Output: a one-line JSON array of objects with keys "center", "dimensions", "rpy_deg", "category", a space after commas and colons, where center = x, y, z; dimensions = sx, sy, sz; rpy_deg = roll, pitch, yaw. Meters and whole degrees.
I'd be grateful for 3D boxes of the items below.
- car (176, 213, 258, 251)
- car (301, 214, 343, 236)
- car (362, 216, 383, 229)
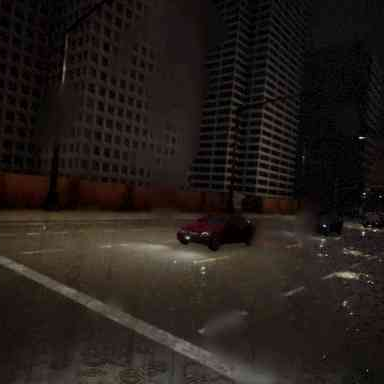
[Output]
[{"center": [1.325, 1.697, 15.148], "dimensions": [1.812, 1.442, 4.674], "rpy_deg": [5, 0, 40], "category": "car"}, {"center": [10.170, 2.457, 25.821], "dimensions": [1.882, 1.535, 5.008], "rpy_deg": [5, 0, 40], "category": "car"}, {"center": [21.957, 3.616, 39.868], "dimensions": [2.033, 1.411, 5.357], "rpy_deg": [5, 0, 40], "category": "car"}]
